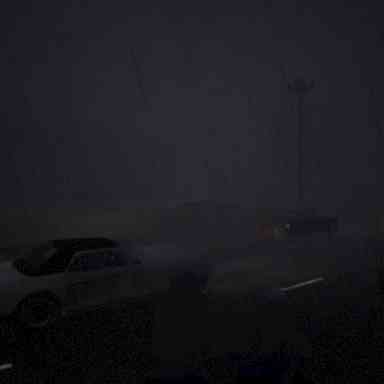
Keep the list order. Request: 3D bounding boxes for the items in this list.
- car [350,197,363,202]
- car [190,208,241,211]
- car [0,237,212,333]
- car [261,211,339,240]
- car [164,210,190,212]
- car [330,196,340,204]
[{"bbox_3d":[29.700,1.351,59.722,2.150,2.045,5.566,0,0,34],"label":"car"},{"bbox_3d":[2.381,1.581,28.675,4.674,1.442,1.812,0,0,-42],"label":"car"},{"bbox_3d":[-1.872,1.613,6.831,4.718,1.301,1.895,0,0,-37],"label":"car"},{"bbox_3d":[5.790,1.637,17.417,4.718,1.301,1.895,0,0,-40],"label":"car"},{"bbox_3d":[-0.318,1.535,30.961,5.008,1.535,1.882,0,0,-42],"label":"car"},{"bbox_3d":[26.675,1.486,61.506,2.097,1.767,4.553,0,0,35],"label":"car"}]
